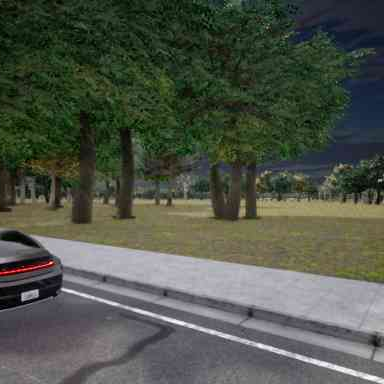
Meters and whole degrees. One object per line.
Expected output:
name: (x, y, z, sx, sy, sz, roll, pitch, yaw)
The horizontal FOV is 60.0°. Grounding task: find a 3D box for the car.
car: (-4.727, 1.513, 7.069, 4.892, 1.490, 1.837, 0, 0, 35)
